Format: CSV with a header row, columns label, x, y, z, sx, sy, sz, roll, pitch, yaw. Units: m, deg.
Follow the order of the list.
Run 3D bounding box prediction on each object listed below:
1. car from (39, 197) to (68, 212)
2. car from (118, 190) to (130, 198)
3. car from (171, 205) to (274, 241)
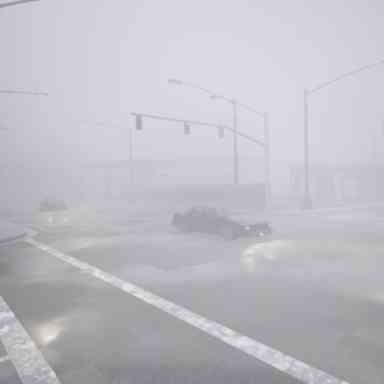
label,x,y,z,sx,sy,sz,roll,pitch,yaw
car,-14.869,1.313,35.412,1.812,1.442,4.674,-2,1,-39
car,-13.546,0.473,71.675,4.611,1.667,2.242,-2,1,-37
car,1.141,1.308,15.509,2.033,1.411,5.357,-2,1,-39
